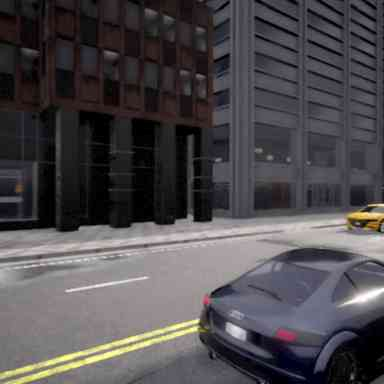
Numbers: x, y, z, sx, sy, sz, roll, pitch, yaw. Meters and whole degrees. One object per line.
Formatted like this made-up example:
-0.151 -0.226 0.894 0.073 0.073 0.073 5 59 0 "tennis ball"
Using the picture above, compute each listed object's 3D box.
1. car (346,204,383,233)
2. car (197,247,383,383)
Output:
11.053 1.455 19.546 5.008 1.535 1.882 0 0 -35 "car"
2.134 1.558 4.961 4.181 1.385 1.994 0 0 -35 "car"
